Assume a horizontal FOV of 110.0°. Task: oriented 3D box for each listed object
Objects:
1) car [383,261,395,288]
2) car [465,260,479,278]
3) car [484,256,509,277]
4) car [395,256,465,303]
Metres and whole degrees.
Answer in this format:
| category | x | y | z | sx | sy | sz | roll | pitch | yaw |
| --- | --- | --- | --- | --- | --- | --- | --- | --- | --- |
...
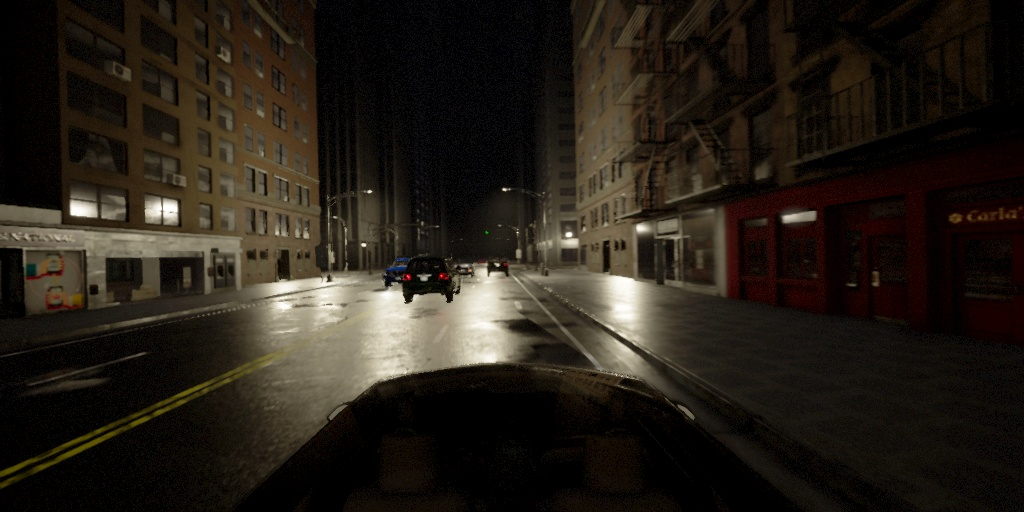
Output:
| category | x | y | z | sx | sy | sz | roll | pitch | yaw |
| --- | --- | --- | --- | --- | --- | --- | --- | --- | --- |
| car | -7.670 | 1.154 | 26.396 | 2.150 | 2.045 | 5.566 | -1 | 0 | -3 |
| car | -4.706 | 1.401 | 35.822 | 2.033 | 1.411 | 5.357 | -1 | 0 | -4 |
| car | -1.493 | 0.995 | 37.094 | 2.150 | 2.045 | 5.566 | -1 | 0 | -3 |
| car | -3.810 | 1.060 | 17.723 | 2.150 | 2.045 | 5.566 | -1 | 0 | -3 |
